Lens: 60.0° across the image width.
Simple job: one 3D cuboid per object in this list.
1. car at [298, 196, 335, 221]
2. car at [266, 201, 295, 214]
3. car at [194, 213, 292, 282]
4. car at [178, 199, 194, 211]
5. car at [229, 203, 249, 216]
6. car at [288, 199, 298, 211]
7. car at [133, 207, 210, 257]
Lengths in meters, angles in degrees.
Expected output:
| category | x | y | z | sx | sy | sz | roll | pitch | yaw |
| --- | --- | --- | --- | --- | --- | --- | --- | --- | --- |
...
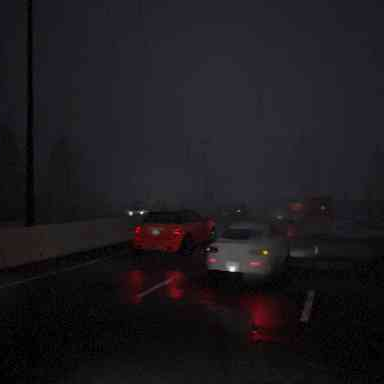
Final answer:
| category | x | y | z | sx | sy | sz | roll | pitch | yaw |
| --- | --- | --- | --- | --- | --- | --- | --- | --- | --- |
| car | 11.191 | 1.409 | 29.784 | 2.150 | 2.045 | 5.566 | 0 | 0 | 11 |
| car | 7.122 | 1.712 | 27.287 | 1.812 | 1.442 | 4.674 | 0 | 0 | 13 |
| car | 1.835 | 1.599 | 10.084 | 1.812 | 1.442 | 4.674 | 0 | 0 | 22 |
| car | -0.873 | 1.889 | 48.858 | 2.128 | 1.511 | 4.902 | 0 | -1 | 1 |
| car | 4.818 | 1.814 | 34.004 | 1.994 | 1.385 | 4.181 | 0 | 0 | 9 |
| car | 12.669 | 1.624 | 41.318 | 2.097 | 1.767 | 4.553 | 0 | -1 | 6 |
| car | -0.526 | 1.465 | 13.746 | 2.097 | 1.767 | 4.553 | 0 | -1 | 21 |
